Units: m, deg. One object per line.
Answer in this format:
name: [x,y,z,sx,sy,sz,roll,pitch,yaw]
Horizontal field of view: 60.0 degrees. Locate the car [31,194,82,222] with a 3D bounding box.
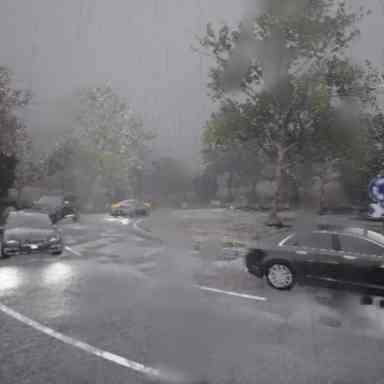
car: [-9.689,1.198,23.674,2.150,2.045,5.566,1,0,2]

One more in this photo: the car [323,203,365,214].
car: [18.570,1.962,40.879,4.718,1.301,1.895,1,0,23]

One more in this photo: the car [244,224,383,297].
car: [3.673,1.568,7.775,4.892,1.490,1.837,0,1,28]

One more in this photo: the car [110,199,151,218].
car: [-5.505,1.606,30.166,1.994,1.385,4.181,0,0,21]

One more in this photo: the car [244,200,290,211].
car: [9.657,1.723,42.144,5.357,1.411,2.033,1,0,-5]

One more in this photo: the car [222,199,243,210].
car: [6.147,1.693,44.621,4.181,1.385,1.994,1,0,-12]

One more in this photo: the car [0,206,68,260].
car: [-6.193,1.481,12.551,1.837,1.490,4.892,1,0,-31]

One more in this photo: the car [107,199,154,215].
car: [-6.479,1.527,35.391,1.882,1.535,5.008,0,0,35]
